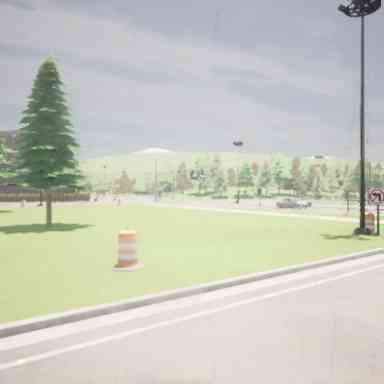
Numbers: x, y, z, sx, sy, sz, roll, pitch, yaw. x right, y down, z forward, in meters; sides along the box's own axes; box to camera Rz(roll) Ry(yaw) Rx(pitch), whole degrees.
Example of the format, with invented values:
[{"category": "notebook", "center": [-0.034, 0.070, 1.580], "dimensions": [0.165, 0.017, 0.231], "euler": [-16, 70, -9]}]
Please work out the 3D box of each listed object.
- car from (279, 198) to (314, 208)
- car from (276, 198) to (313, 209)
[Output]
[{"category": "car", "center": [15.227, 1.603, 48.667], "dimensions": [1.895, 1.301, 4.718], "euler": [0, 0, -35]}, {"category": "car", "center": [13.528, 1.528, 44.989], "dimensions": [1.812, 1.442, 4.674], "euler": [0, 0, -35]}]
